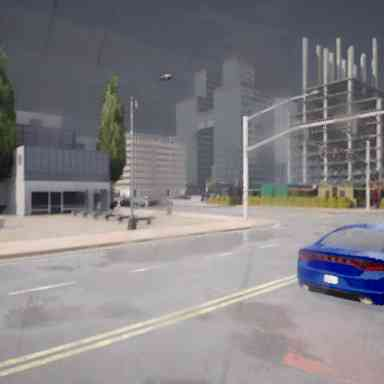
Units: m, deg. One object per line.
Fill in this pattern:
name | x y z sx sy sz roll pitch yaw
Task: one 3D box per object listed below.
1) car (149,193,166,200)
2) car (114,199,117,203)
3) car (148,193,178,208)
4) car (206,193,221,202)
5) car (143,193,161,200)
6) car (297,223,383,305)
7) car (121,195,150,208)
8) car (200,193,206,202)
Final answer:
car | -9.133 1.229 88.298 3.866 1.878 1.905 0 0 -41
car | -15.781 1.614 62.703 2.128 1.511 4.902 0 0 -39
car | -4.595 1.391 48.767 2.097 1.767 4.553 0 0 -39
car | 5.519 1.407 71.197 3.806 1.475 1.970 0 0 -41
car | -10.973 1.234 90.533 4.605 1.855 1.932 0 0 -41
car | 4.440 1.466 7.821 5.008 1.535 1.882 0 0 -41
car | -8.550 1.558 48.088 1.837 1.490 4.892 0 0 -39
car | 3.645 1.176 73.405 3.866 1.878 1.905 0 0 -41
